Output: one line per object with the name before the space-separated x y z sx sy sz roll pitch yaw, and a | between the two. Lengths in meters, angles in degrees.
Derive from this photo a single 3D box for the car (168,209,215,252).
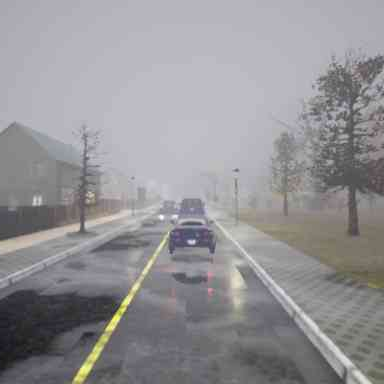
car | 0.003 1.671 14.421 1.812 1.442 4.674 0 0 0

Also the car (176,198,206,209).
car | -0.002 1.522 29.058 2.150 2.045 5.566 0 -1 0

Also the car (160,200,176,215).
car | -2.756 1.792 40.721 2.097 1.767 4.553 0 -1 0
